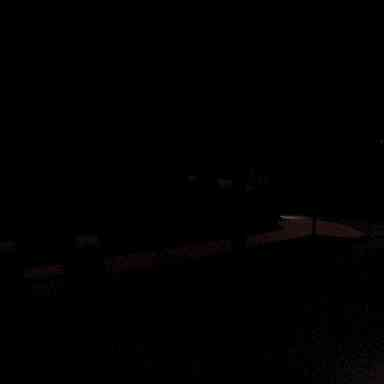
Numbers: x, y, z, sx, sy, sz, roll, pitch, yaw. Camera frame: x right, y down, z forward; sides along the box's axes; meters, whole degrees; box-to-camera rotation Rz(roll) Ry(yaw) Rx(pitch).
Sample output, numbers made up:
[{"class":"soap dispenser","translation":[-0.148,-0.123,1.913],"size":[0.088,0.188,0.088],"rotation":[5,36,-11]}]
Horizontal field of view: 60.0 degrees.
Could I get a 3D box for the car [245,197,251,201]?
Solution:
[{"class":"car","translation":[4.529,1.195,29.834],"size":[4.553,1.767,2.097],"rotation":[0,0,42]}]
